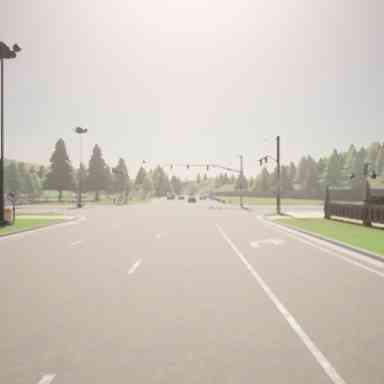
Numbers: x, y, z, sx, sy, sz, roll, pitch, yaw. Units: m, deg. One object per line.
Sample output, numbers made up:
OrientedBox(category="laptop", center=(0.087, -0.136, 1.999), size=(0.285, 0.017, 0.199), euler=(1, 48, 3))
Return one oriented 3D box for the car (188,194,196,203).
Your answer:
OrientedBox(category="car", center=(0.009, 1.751, 75.975), size=(1.882, 1.535, 5.008), euler=(0, 0, 0))
